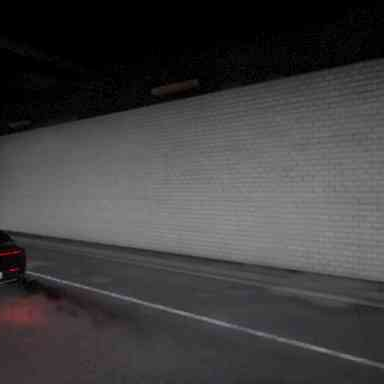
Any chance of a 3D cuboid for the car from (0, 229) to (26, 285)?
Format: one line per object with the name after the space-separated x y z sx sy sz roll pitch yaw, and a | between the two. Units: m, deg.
-6.047 1.506 8.304 4.892 1.490 1.837 0 0 35 | car
